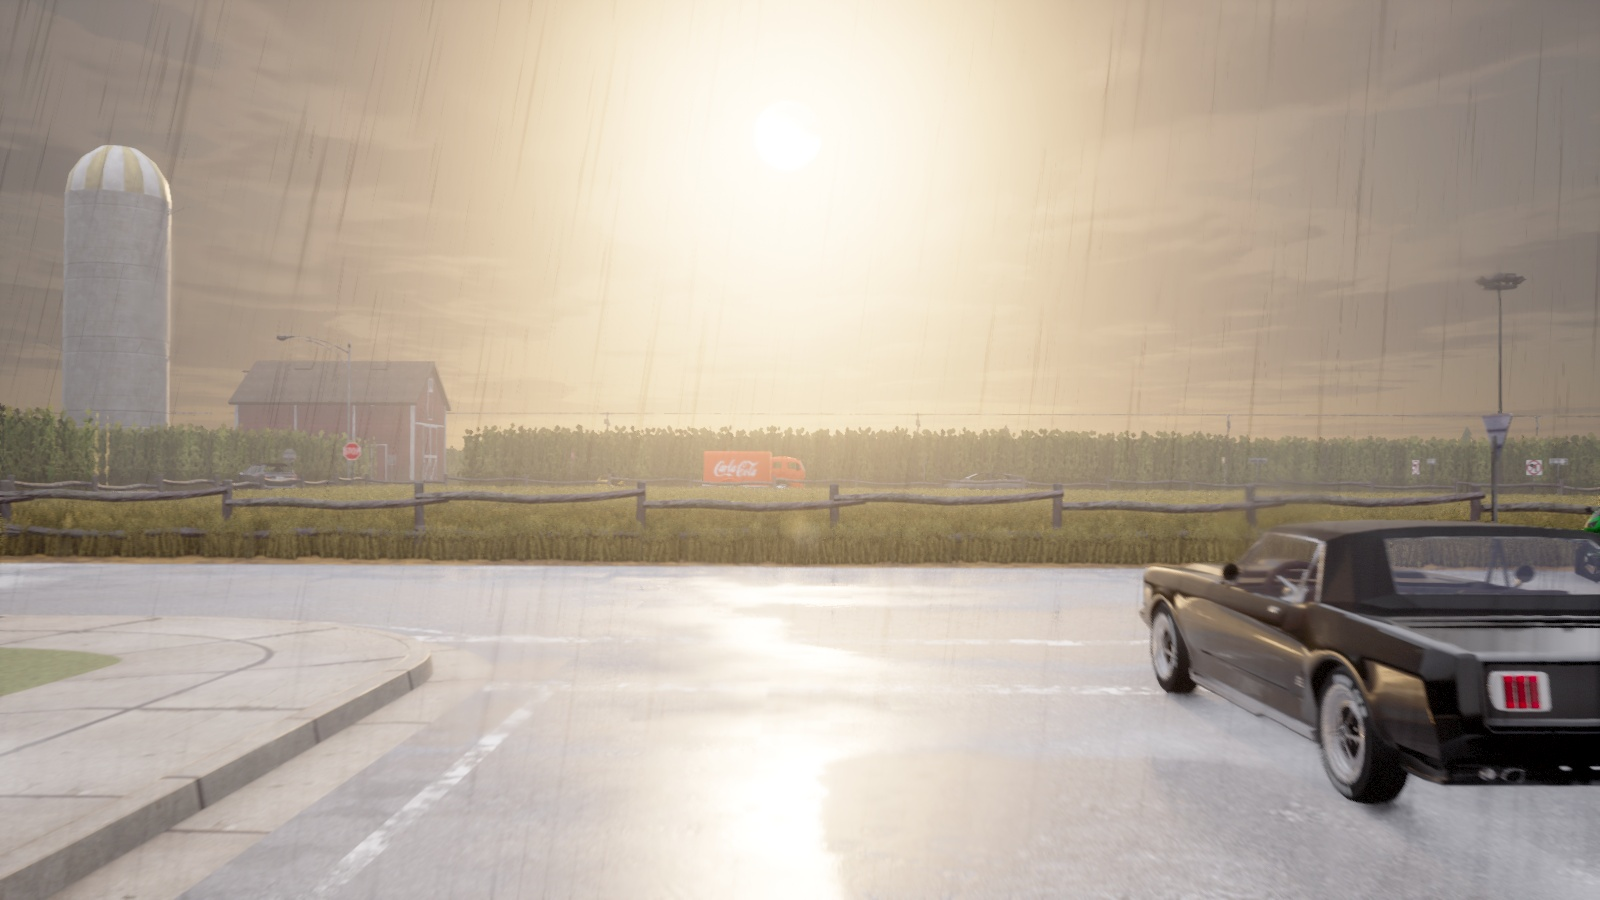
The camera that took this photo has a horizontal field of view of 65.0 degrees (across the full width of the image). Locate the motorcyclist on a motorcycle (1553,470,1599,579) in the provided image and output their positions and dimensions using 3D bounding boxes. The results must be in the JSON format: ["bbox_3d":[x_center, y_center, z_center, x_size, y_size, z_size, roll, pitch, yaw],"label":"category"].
[{"bbox_3d":[12.116,1.051,18.087,2.044,1.523,0.797,0,-1,1],"label":"motorcyclist on a motorcycle"}]

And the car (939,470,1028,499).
[{"bbox_3d":[9.787,1.822,67.140,4.514,1.525,2.007,0,-1,1],"label":"car"}]

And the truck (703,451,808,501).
[{"bbox_3d":[-2.217,1.323,64.280,5.204,2.467,2.627,0,-1,1],"label":"truck"}]

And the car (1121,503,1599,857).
[{"bbox_3d":[3.477,1.026,7.442,1.895,1.301,4.718,0,-1,0],"label":"car"}]

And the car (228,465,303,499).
[{"bbox_3d":[-28.164,1.661,66.115,2.242,1.667,4.611,1,-1,-42],"label":"car"}]
